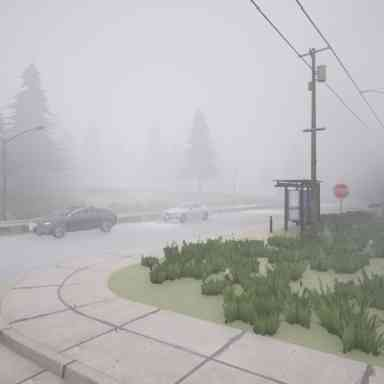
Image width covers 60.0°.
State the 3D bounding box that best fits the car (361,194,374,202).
[{"bbox_3d":[40.350,1.355,76.515,2.097,1.767,4.553,0,0,36],"label":"car"}]

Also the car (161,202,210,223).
[{"bbox_3d":[-0.386,1.526,25.891,1.812,1.442,4.674,0,0,36],"label":"car"}]

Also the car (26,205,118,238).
[{"bbox_3d":[-6.231,1.491,17.818,2.128,1.511,4.902,0,0,36],"label":"car"}]
